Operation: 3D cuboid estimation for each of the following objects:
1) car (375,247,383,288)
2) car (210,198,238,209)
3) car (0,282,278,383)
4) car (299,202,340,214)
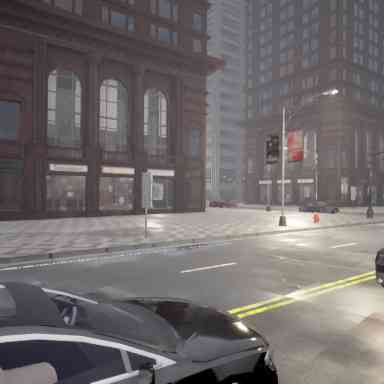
[{"bbox_3d":[6.198,1.516,7.843,4.892,1.490,1.837,0,0,-35],"label":"car"},{"bbox_3d":[4.656,1.725,49.583,1.882,1.535,5.008,1,-1,-35],"label":"car"},{"bbox_3d":[-1.421,1.492,2.426,4.902,1.511,2.128,0,0,-35],"label":"car"},{"bbox_3d":[13.929,1.738,36.512,1.994,1.385,4.181,1,-1,-35],"label":"car"}]
